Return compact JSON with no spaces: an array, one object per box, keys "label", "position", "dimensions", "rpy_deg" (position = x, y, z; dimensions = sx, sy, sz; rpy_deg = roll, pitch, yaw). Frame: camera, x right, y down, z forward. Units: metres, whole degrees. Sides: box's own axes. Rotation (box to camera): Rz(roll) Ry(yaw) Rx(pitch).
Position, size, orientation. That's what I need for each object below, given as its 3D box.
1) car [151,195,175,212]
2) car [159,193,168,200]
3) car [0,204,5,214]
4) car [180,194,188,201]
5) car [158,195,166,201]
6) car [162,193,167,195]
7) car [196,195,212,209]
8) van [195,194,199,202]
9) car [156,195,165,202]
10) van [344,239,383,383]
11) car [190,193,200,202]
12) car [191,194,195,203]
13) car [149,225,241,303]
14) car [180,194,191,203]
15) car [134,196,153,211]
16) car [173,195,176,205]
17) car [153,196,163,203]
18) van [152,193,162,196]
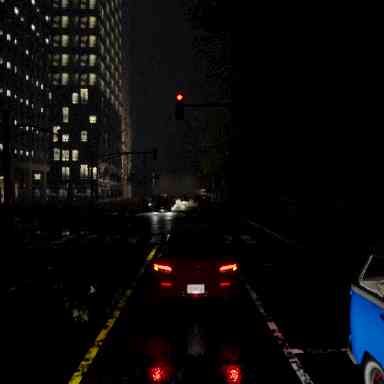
[{"label":"car","position":[-3.360,1.493,39.060],"dimensions":[1.837,1.490,4.892],"rpy_deg":[0,0,-1]},{"label":"car","position":[-8.107,1.252,95.219],"dimensions":[2.192,1.841,5.009],"rpy_deg":[0,0,-3]},{"label":"car","position":[-18.230,1.377,28.530],"dimensions":[4.206,1.307,1.802],"rpy_deg":[1,0,3]},{"label":"car","position":[-1.927,1.265,80.616],"dimensions":[1.882,1.535,5.008],"rpy_deg":[0,0,-3]},{"label":"car","position":[-7.557,1.533,84.138],"dimensions":[1.802,1.307,4.206],"rpy_deg":[0,0,-3]},{"label":"car","position":[-3.944,1.326,60.073],"dimensions":[2.097,1.767,4.553],"rpy_deg":[0,0,-2]},{"label":"car","position":[1.883,1.510,45.887],"dimensions":[1.752,1.417,4.829],"rpy_deg":[0,0,-2]},{"label":"van","position":[1.731,1.322,51.259],"dimensions":[1.690,1.788,3.998],"rpy_deg":[0,0,-2]},{"label":"car","position":[-7.303,1.502,78.594],"dimensions":[1.887,1.381,4.507],"rpy_deg":[0,0,-2]},{"label":"van","position":[2.557,1.341,2.172],"dimensions":[1.690,1.788,3.998],"rpy_deg":[0,0,0]},{"label":"car","position":[0.713,1.271,78.971],"dimensions":[2.192,1.841,5.009],"rpy_deg":[0,0,-3]},{"label":"car","position":[1.162,1.493,68.053],"dimensions":[1.752,1.417,4.829],"rpy_deg":[0,0,-2]},{"label":"car","position":[0.051,1.525,8.106],"dimensions":[1.812,1.442,4.674],"rpy_deg":[0,0,0]},{"label":"car","position":[-1.505,1.552,70.641],"dimensions":[1.895,1.301,4.718],"rpy_deg":[0,0,-2]},{"label":"car","position":[-5.846,1.539,39.794],"dimensions":[2.008,1.369,4.403],"rpy_deg":[0,0,-1]},{"label":"car","position":[-3.608,1.547,49.045],"dimensions":[1.994,1.385,4.181],"rpy_deg":[0,0,-1]},{"label":"car","position":[-6.849,1.513,67.508],"dimensions":[1.887,1.381,4.507],"rpy_deg":[0,0,-2]},{"label":"van","position":[-6.646,1.314,61.965],"dimensions":[1.690,1.788,3.998],"rpy_deg":[0,0,-2]}]
